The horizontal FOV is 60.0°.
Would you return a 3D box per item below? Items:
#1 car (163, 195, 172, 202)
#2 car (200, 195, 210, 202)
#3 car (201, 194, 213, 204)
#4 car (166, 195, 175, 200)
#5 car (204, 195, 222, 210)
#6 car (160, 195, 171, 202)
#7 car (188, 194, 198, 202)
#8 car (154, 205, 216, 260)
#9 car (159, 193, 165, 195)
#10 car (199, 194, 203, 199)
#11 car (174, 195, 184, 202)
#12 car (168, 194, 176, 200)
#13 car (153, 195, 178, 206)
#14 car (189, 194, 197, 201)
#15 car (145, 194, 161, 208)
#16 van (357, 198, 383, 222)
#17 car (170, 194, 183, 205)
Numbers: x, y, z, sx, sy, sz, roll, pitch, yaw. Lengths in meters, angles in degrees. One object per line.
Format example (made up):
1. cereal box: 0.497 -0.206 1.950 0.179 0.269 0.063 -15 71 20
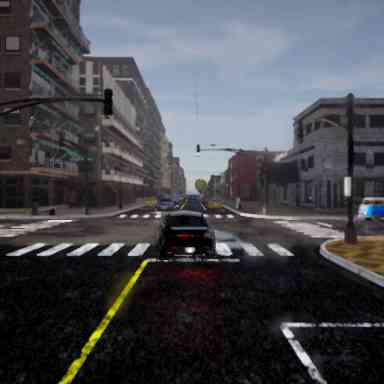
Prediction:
1. car: -5.469 1.373 74.228 1.752 1.417 4.829 0 0 0
2. car: 2.912 1.397 74.374 2.008 1.369 4.403 0 0 0
3. car: 2.846 1.460 52.218 1.802 1.307 4.206 0 0 0
4. car: -5.436 1.381 85.478 1.887 1.381 4.507 0 0 0
5. car: 2.814 1.424 41.309 1.752 1.417 4.829 0 0 0
6. car: -5.485 1.404 68.859 2.008 1.369 4.403 0 0 0
7. car: 0.200 1.206 67.919 2.097 1.767 4.553 0 0 0
8. car: -0.352 1.464 12.414 1.837 1.490 4.892 0 1 -7
9. car: -5.517 1.185 57.781 2.192 1.841 5.009 0 0 0
10. car: 2.864 1.184 57.756 2.192 1.841 5.009 0 0 0
11. car: -2.793 1.367 70.045 1.895 1.301 4.718 0 0 0
12. car: -5.419 1.272 91.016 1.967 1.590 4.097 0 0 0
13. car: -2.983 1.432 38.223 1.812 1.442 4.674 0 0 1
14. car: 0.231 1.209 77.956 1.882 1.535 5.008 0 0 0
15. car: -5.551 1.415 46.532 1.752 1.417 4.829 0 0 0
16. van: 14.974 1.338 25.587 3.998 1.788 1.690 0 0 0
17. car: -2.904 1.422 54.387 2.033 1.411 5.357 0 0 1
